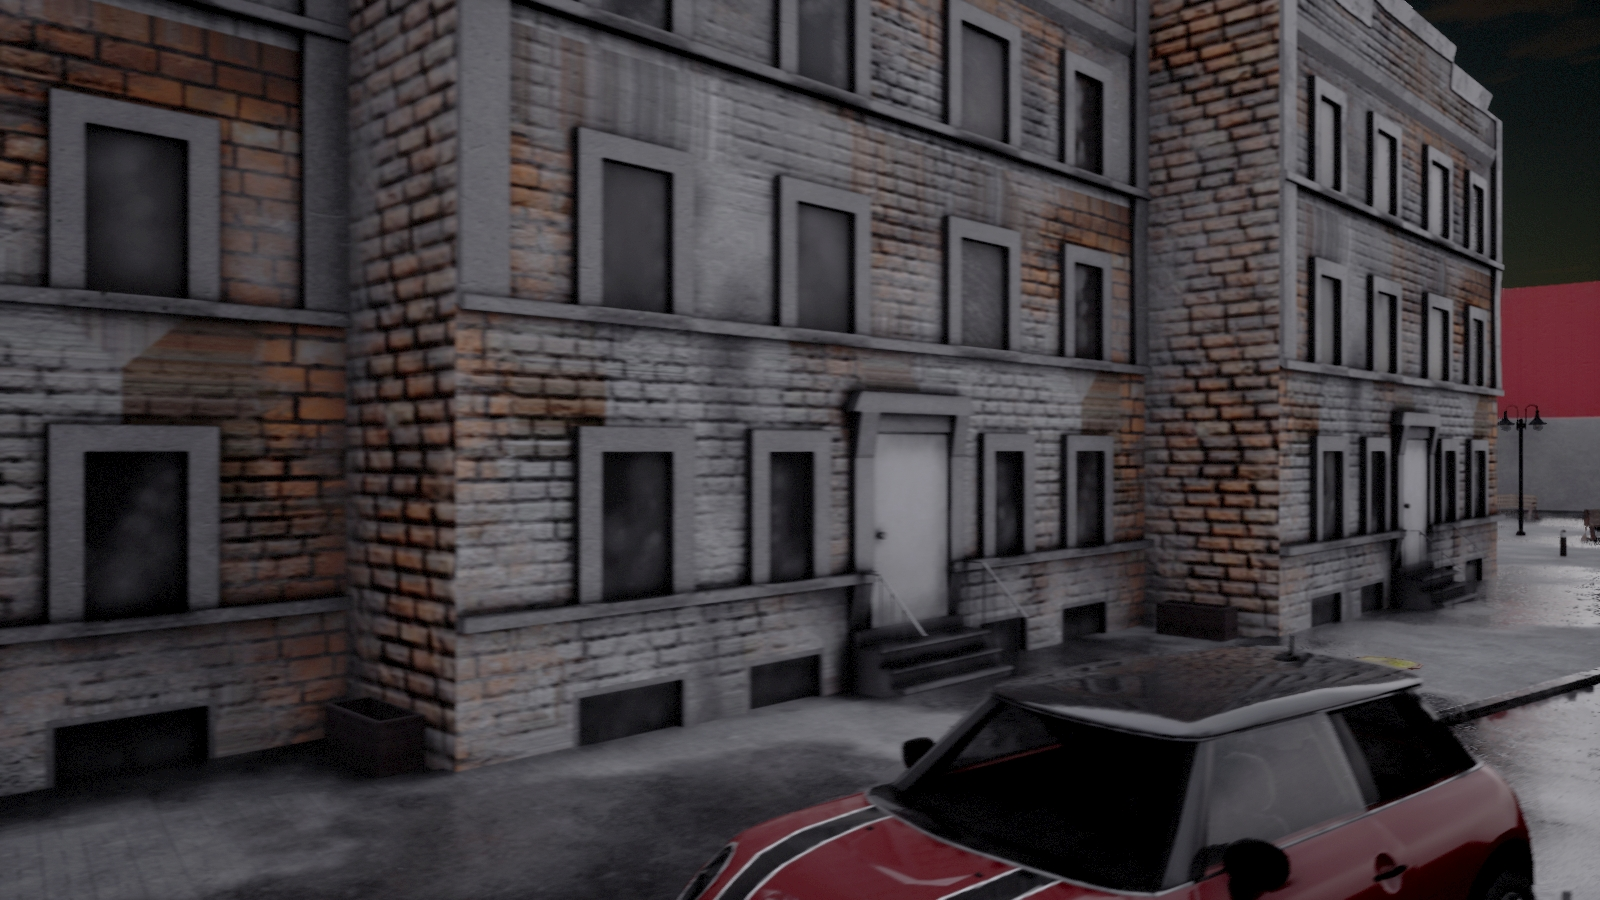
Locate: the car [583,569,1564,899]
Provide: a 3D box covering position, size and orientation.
[{"bbox_3d":[1.512,1.685,5.481,4.553,1.767,2.097,0,0,-35],"label":"car"}]
